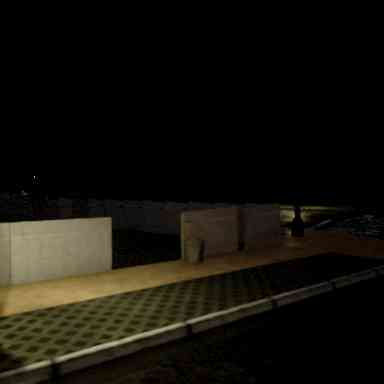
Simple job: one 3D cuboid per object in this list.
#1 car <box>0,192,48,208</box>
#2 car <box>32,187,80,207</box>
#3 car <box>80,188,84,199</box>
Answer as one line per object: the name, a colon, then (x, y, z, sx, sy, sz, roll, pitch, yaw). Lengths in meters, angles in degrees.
car: (-17.397, 0.968, 34.027, 4.718, 1.301, 1.895, 1, 1, 30)
car: (-15.401, 0.544, 36.620, 5.566, 2.045, 2.150, 1, 1, 30)
car: (-17.227, 0.376, 45.269, 5.566, 2.045, 2.150, 1, 1, 30)
